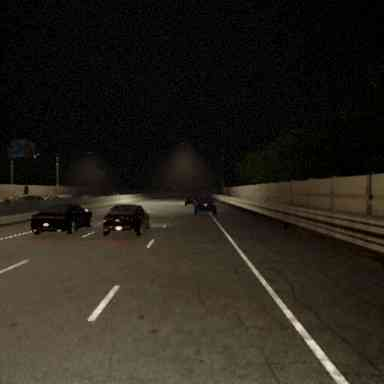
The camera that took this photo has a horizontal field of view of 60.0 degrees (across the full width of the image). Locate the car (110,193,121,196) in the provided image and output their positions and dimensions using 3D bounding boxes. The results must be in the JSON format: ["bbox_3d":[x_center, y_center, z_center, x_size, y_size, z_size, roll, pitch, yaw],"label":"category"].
[{"bbox_3d":[-17.470,0.951,76.343,2.128,1.511,4.902,0,0,0],"label":"car"}]

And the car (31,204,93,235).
[{"bbox_3d":[-6.893,1.384,18.167,1.882,1.535,5.008,0,0,0],"label":"car"}]

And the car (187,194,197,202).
[{"bbox_3d":[0.027,1.204,68.283,1.882,1.535,5.008,0,0,0],"label":"car"}]

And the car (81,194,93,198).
[{"bbox_3d":[-24.470,1.203,77.826,1.812,1.442,4.674,0,0,0],"label":"car"}]

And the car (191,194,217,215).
[{"bbox_3d":[1.237,1.198,32.258,2.097,1.767,4.553,0,0,0],"label":"car"}]

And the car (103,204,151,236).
[{"bbox_3d":[-3.393,1.412,17.807,1.837,1.490,4.892,0,0,0],"label":"car"}]

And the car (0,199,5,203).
[{"bbox_3d":[-21.079,1.427,38.308,1.895,1.301,4.718,0,0,0],"label":"car"}]

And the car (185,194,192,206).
[{"bbox_3d":[0.019,1.141,49.501,2.097,1.767,4.553,0,0,0],"label":"car"}]

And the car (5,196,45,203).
[{"bbox_3d":[-17.580,1.187,35.837,2.097,1.767,4.553,0,0,0],"label":"car"}]
